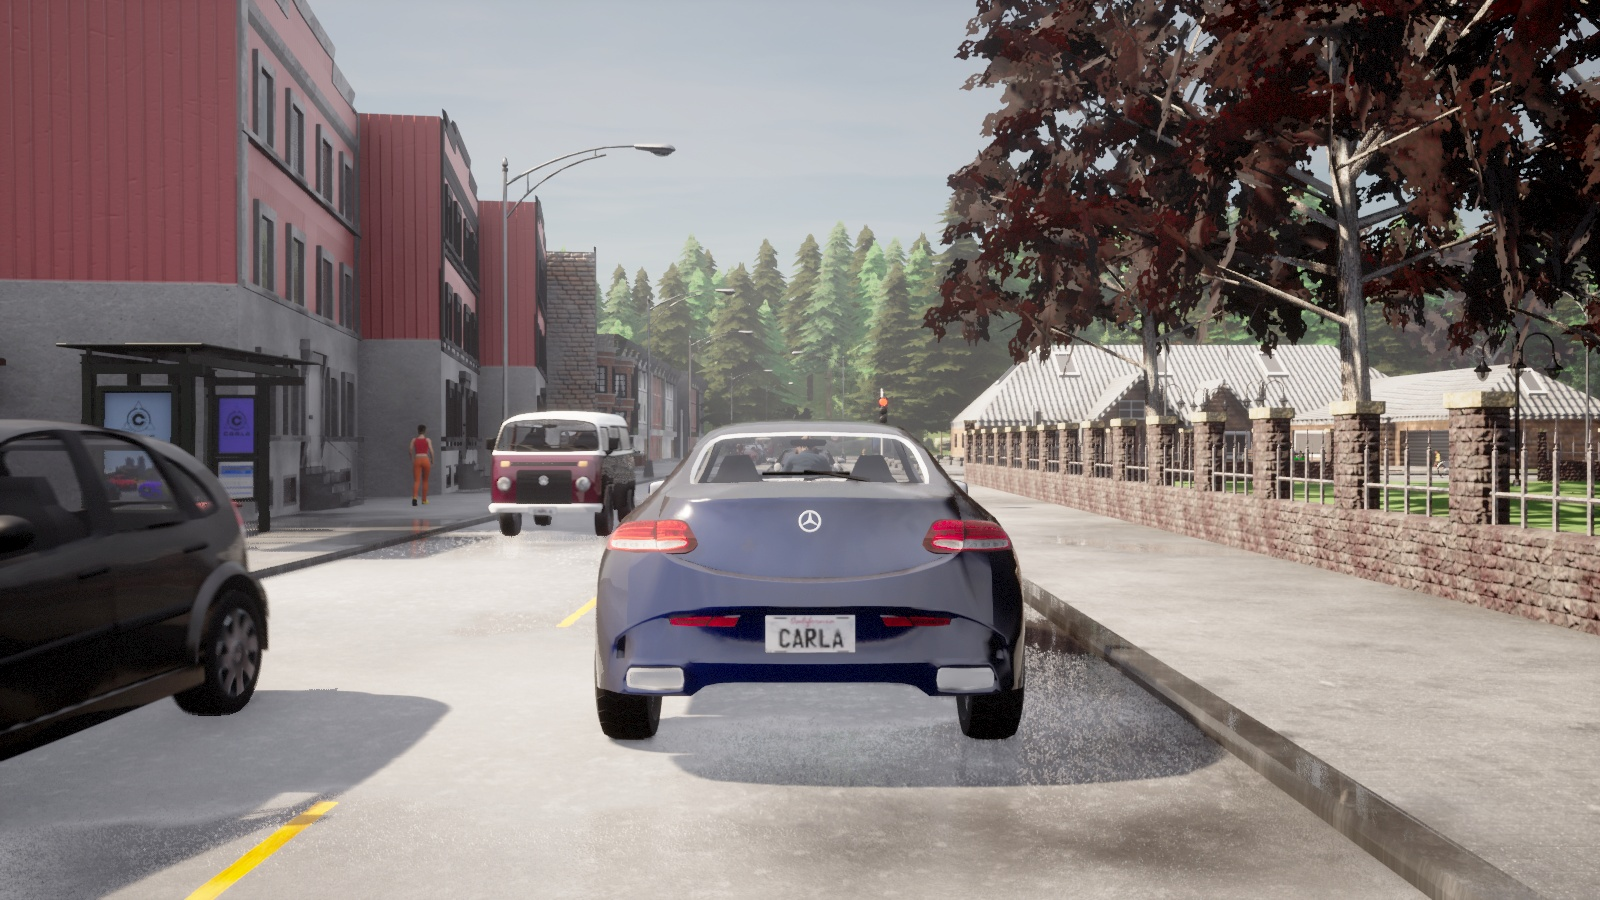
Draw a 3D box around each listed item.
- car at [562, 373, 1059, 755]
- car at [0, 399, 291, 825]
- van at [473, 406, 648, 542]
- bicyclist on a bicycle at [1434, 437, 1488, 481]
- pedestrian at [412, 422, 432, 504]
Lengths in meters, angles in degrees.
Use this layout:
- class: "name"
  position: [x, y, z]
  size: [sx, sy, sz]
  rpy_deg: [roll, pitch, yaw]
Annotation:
- class: "car"
  position: [0.053, 0.480, 7.945]
  size: [2.152, 1.651, 5.027]
  rpy_deg: [0, 0, 0]
- class: "car"
  position: [-3.959, 0.611, 5.468]
  size: [1.851, 1.617, 3.988]
  rpy_deg: [0, 0, 0]
- class: "van"
  position: [-3.885, 0.347, 21.153]
  size: [2.069, 2.038, 4.480]
  rpy_deg: [0, 0, 0]
- class: "bicyclist on a bicycle"
  position: [26.735, 0.352, 50.825]
  size: [1.843, 1.776, 0.659]
  rpy_deg: [0, 0, -1]
- class: "pedestrian"
  position: [-8.518, 0.290, 28.284]
  size: [0.345, 1.836, 0.594]
  rpy_deg: [0, 0, -9]
